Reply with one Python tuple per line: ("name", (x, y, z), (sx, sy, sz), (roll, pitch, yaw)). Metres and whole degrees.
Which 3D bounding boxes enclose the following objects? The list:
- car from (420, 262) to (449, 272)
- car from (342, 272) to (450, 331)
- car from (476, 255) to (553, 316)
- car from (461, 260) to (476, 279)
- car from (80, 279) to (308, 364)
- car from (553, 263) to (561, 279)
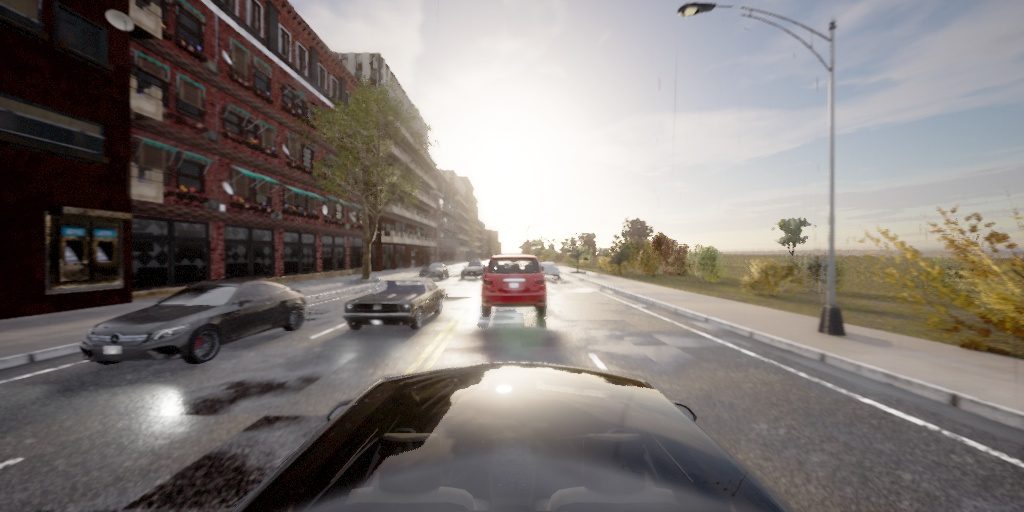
("car", (-6.622, 1.282, 31.032), (1.812, 1.442, 4.674), (0, 0, 0))
("car", (-3.379, 1.353, 11.179), (1.895, 1.301, 4.718), (0, 0, 0))
("car", (0.076, 0.968, 13.459), (2.150, 2.045, 5.566), (0, 0, 0))
("car", (-3.363, 1.316, 32.082), (1.994, 1.385, 4.181), (0, 0, 0))
("car", (-6.618, 1.285, 8.253), (1.812, 1.442, 4.674), (0, 0, 0))
("car", (3.223, 1.266, 32.258), (1.812, 1.442, 4.674), (0, 0, 0))
